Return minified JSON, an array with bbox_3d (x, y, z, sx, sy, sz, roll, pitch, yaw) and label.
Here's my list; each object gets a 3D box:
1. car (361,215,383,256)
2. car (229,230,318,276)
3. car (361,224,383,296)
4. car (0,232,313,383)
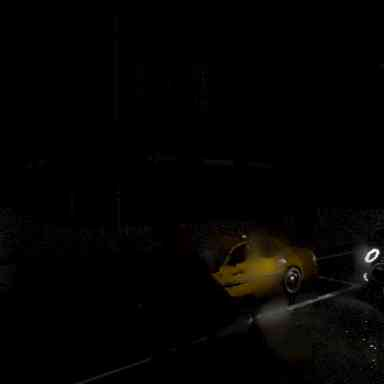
[{"bbox_3d":[8.803,1.610,13.134,4.403,1.369,2.008,0,-1,-36],"label":"car"},{"bbox_3d":[0.781,1.555,7.261,4.829,1.417,1.752,0,-1,-36],"label":"car"},{"bbox_3d":[5.887,1.387,7.687,4.553,1.767,2.097,0,0,-36],"label":"car"},{"bbox_3d":[-1.463,1.359,2.357,4.553,1.767,2.097,0,0,-35],"label":"car"}]
